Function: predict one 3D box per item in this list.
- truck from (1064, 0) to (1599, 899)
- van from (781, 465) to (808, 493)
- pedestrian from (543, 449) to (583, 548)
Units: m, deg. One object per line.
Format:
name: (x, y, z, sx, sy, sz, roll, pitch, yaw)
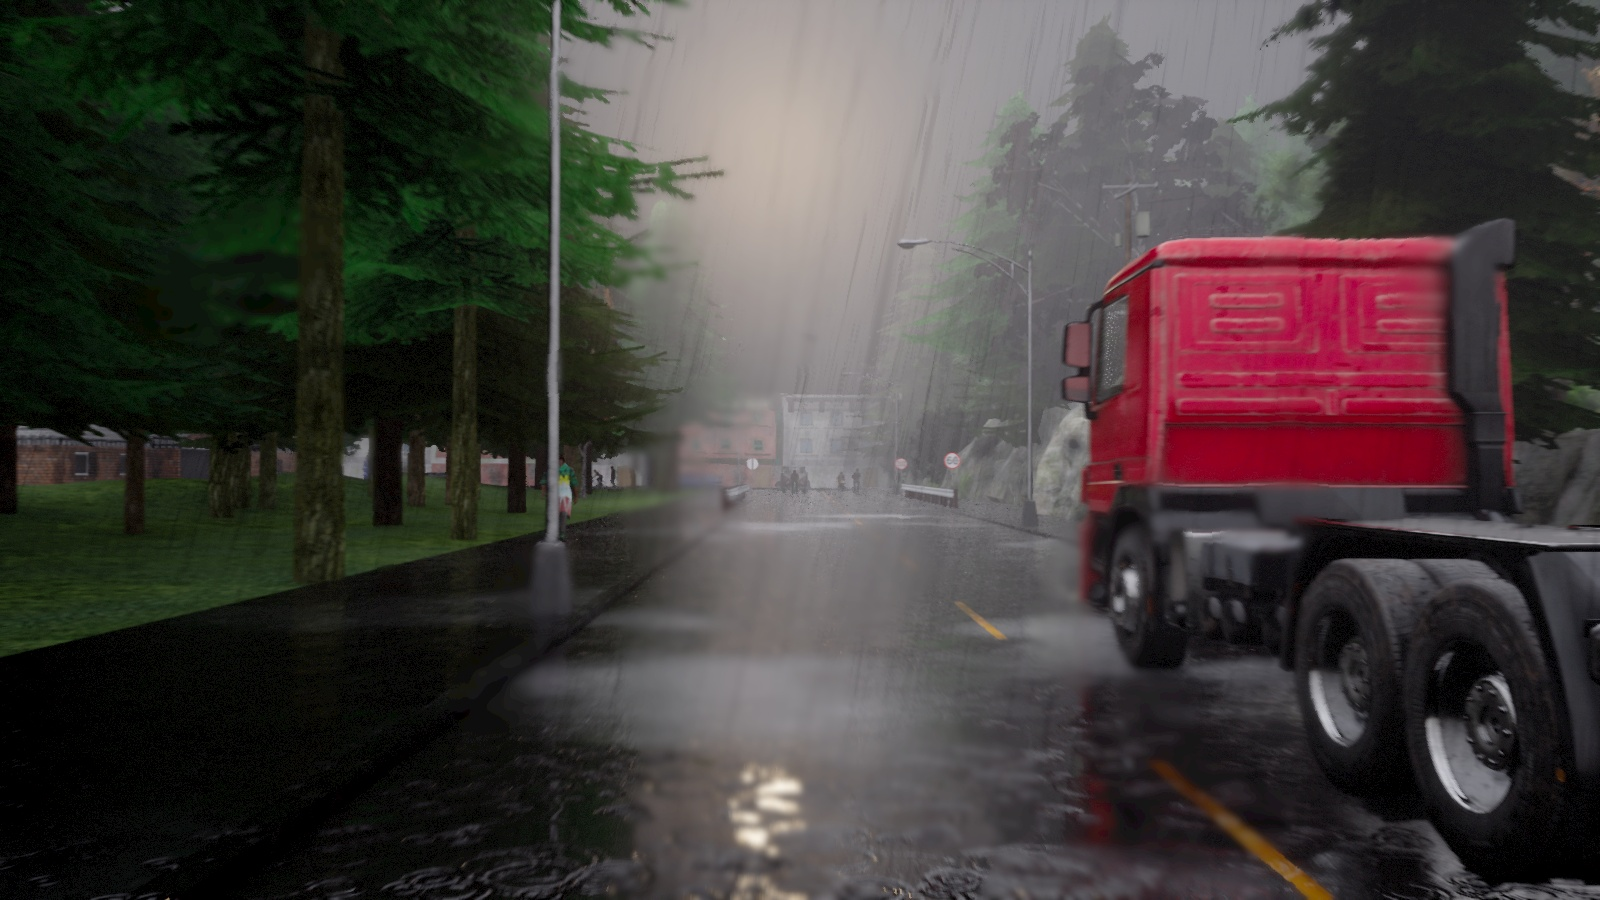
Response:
truck: (3.977, -0.050, 7.960, 2.891, 3.462, 7.936, 0, -1, 0)
van: (-0.402, 2.065, 89.641, 1.775, 1.987, 4.442, 0, -1, -2)
pedestrian: (-4.777, 0.967, 25.382, 0.659, 1.952, 0.873, 0, -1, -1)
